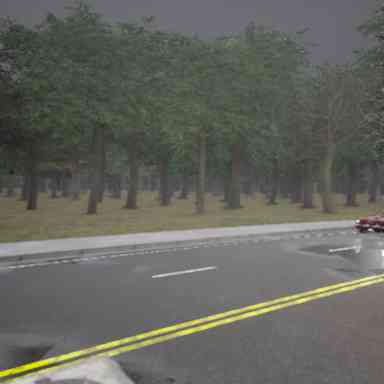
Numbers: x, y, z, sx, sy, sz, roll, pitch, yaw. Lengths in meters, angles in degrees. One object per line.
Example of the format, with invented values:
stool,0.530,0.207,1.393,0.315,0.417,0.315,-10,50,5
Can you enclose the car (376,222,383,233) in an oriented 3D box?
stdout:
car,6.578,1.470,7.520,5.008,1.535,1.882,0,0,-31

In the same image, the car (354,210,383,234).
car,10.853,1.591,17.615,4.718,1.301,1.895,0,0,-27
